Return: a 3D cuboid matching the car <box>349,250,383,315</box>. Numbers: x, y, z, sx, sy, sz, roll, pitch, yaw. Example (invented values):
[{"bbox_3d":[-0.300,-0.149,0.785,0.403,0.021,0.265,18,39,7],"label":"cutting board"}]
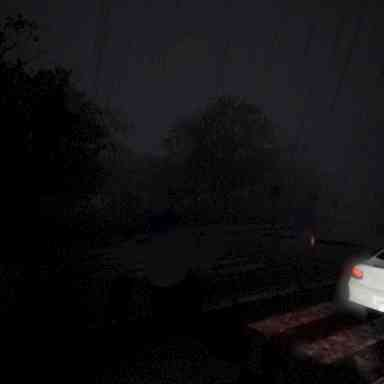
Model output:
[{"bbox_3d":[4.934,1.532,6.234,4.674,1.442,1.812,0,-1,-29],"label":"car"}]
